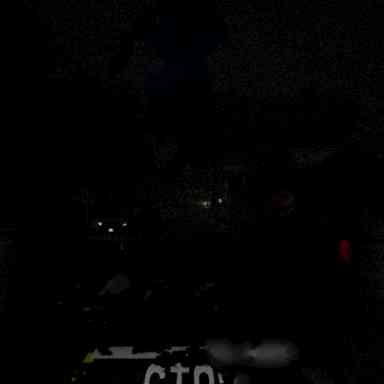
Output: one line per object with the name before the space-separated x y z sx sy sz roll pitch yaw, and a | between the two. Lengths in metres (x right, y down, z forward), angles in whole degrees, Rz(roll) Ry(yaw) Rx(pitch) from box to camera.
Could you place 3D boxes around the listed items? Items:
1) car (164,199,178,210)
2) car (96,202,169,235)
car | -2.801 1.570 43.928 2.033 1.411 5.357 0 0 0
car | -3.347 1.542 19.213 2.033 1.411 5.357 1 0 16
